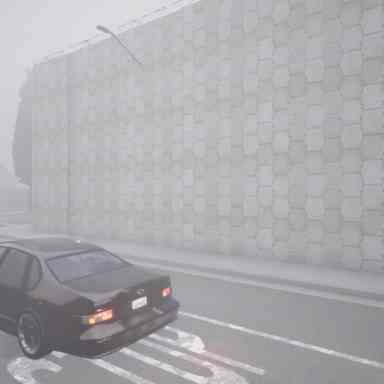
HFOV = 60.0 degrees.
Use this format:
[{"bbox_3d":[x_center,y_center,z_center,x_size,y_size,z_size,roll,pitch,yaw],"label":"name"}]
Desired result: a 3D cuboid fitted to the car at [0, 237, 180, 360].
[{"bbox_3d":[-2.760,1.547,5.950,5.357,1.411,2.033,0,0,35],"label":"car"}]
